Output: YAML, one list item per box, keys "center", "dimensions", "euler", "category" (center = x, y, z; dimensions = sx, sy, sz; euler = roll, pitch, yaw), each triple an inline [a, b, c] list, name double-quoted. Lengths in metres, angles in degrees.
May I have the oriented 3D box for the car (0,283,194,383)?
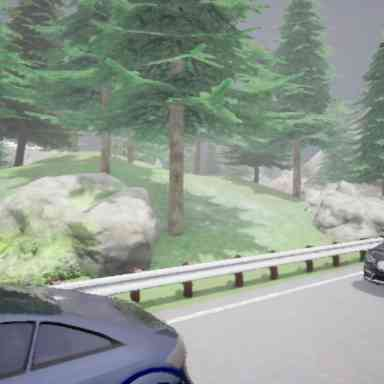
- center: [-2.032, 1.546, 2.570]
  dimensions: [4.181, 1.385, 1.994]
  euler: [0, 0, -35]
  category: "car"

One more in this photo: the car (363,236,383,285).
- center: [6.240, 1.527, 8.368]
  dimensions: [4.902, 1.511, 2.128]
  euler: [0, 0, -35]
  category: "car"
